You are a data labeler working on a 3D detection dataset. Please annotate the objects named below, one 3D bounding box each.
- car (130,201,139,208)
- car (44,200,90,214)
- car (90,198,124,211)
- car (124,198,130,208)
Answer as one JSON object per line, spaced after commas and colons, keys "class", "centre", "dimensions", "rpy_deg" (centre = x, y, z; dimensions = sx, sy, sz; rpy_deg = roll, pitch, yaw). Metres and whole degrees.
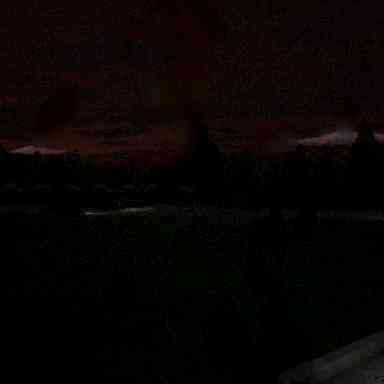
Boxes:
{"class": "car", "centre": [-10.414, 1.613, 49.686], "dimensions": [5.008, 1.535, 1.882], "rpy_deg": [0, 0, 12]}
{"class": "car", "centre": [-13.768, 1.622, 36.086], "dimensions": [4.181, 1.385, 1.994], "rpy_deg": [0, 0, 12]}
{"class": "car", "centre": [-11.830, 1.575, 42.831], "dimensions": [5.008, 1.535, 1.882], "rpy_deg": [0, 0, 12]}
{"class": "car", "centre": [-11.666, 1.621, 46.375], "dimensions": [4.892, 1.490, 1.837], "rpy_deg": [0, 0, 12]}
